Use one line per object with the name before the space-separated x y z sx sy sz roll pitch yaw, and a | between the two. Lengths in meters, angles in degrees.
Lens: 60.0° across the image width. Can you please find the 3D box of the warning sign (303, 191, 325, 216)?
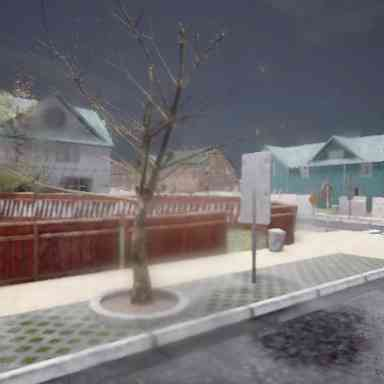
warning sign | 9.386 0.856 25.659 1.300 1.860 1.060 0 0 -36

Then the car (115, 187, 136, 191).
car | -7.793 0.387 40.576 2.150 2.045 5.566 1 1 -35
